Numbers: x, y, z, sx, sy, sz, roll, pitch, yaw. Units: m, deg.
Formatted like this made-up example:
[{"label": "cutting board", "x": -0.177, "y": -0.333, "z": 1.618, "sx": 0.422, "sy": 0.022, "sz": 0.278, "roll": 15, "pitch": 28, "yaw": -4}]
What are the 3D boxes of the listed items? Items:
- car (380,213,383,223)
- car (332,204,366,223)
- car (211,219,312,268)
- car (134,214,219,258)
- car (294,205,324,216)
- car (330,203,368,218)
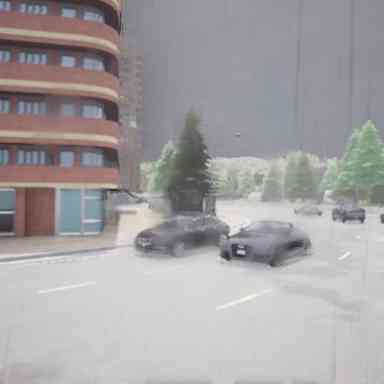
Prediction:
[{"label": "car", "x": 17.776, "y": 2.100, "z": 28.515, "sx": 1.994, "sy": 1.385, "sz": 4.181, "roll": 0, "pitch": -1, "yaw": 10}, {"label": "car", "x": 14.650, "y": 2.049, "z": 31.283, "sx": 2.128, "sy": 1.511, "sz": 4.902, "roll": 0, "pitch": -1, "yaw": 8}, {"label": "car", "x": 2.817, "y": 1.764, "z": 12.189, "sx": 1.994, "sy": 1.385, "sz": 4.181, "roll": 0, "pitch": -1, "yaw": 39}, {"label": "car", "x": -0.222, "y": 1.712, "z": 13.926, "sx": 1.837, "sy": 1.490, "sz": 4.892, "roll": 0, "pitch": -1, "yaw": 39}, {"label": "car", "x": 14.649, "y": 2.321, "z": 42.158, "sx": 1.895, "sy": 1.301, "sz": 4.718, "roll": 0, "pitch": -1, "yaw": -7}, {"label": "car", "x": 18.386, "y": 2.178, "z": 39.313, "sx": 1.882, "sy": 1.535, "sz": 5.008, "roll": 0, "pitch": -1, "yaw": -3}]
